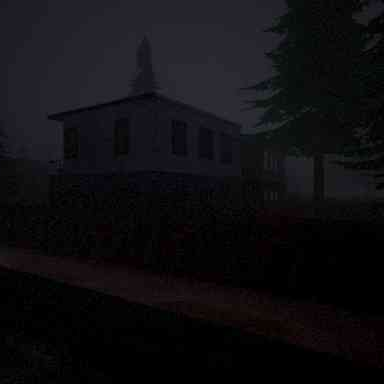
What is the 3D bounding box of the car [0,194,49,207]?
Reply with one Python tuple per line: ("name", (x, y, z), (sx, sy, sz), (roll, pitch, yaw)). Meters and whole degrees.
("car", (-14.753, 1.202, 29.570), (2.150, 2.045, 5.566), (0, 0, 27))
